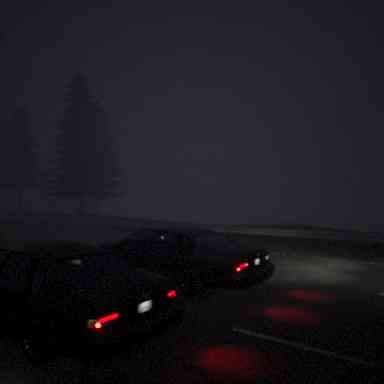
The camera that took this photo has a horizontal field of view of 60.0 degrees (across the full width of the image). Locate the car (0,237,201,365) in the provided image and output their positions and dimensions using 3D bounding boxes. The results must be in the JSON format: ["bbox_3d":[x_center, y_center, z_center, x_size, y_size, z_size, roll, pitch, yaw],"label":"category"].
[{"bbox_3d":[-2.683,1.597,5.888,5.357,1.411,2.033,-1,0,35],"label":"car"}]

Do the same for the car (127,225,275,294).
[{"bbox_3d":[-0.634,1.597,8.728,5.357,1.411,2.033,-1,0,35],"label":"car"}]
